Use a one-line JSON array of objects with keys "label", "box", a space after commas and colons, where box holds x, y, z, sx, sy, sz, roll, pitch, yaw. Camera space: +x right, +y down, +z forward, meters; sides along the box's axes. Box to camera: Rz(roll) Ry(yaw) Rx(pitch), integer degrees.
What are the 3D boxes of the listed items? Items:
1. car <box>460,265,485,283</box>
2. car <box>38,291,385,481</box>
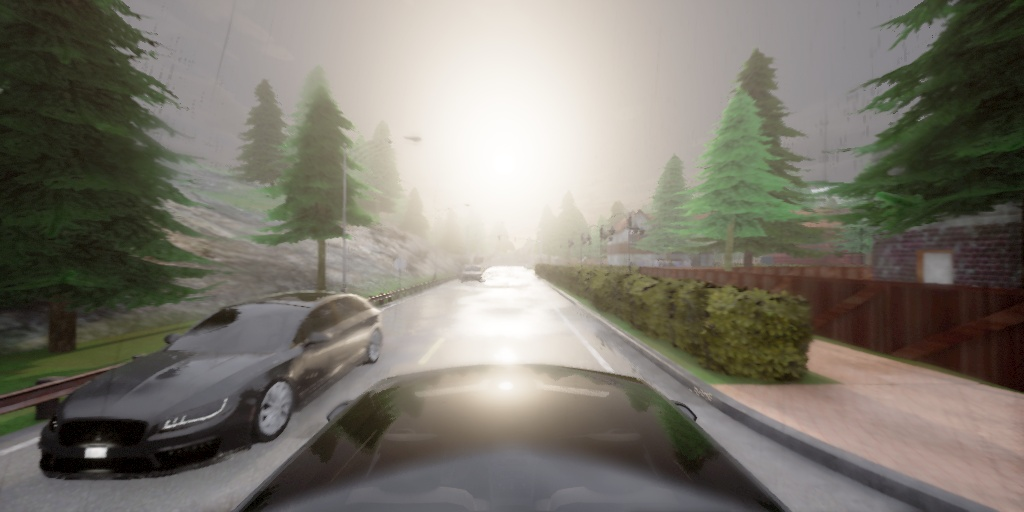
[{"label": "car", "box": [-3.435, 1.583, 32.011, 1.837, 1.490, 4.892, 0, 2, 0]}, {"label": "car", "box": [-3.502, 1.373, 5.447, 1.837, 1.490, 4.892, 0, 1, 0]}]
